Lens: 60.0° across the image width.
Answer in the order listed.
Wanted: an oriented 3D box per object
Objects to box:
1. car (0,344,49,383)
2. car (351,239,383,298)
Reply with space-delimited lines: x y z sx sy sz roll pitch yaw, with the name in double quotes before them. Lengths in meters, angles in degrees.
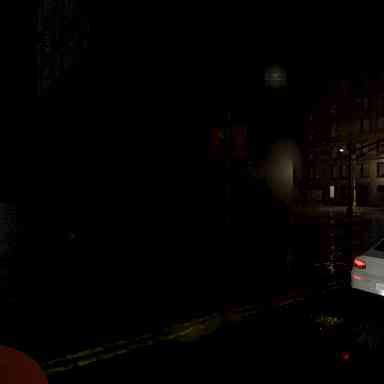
"car" -3.161 1.477 1.190 5.008 1.535 1.882 0 0 -35
"car" 5.271 1.528 7.195 4.674 1.442 1.812 0 0 -35
